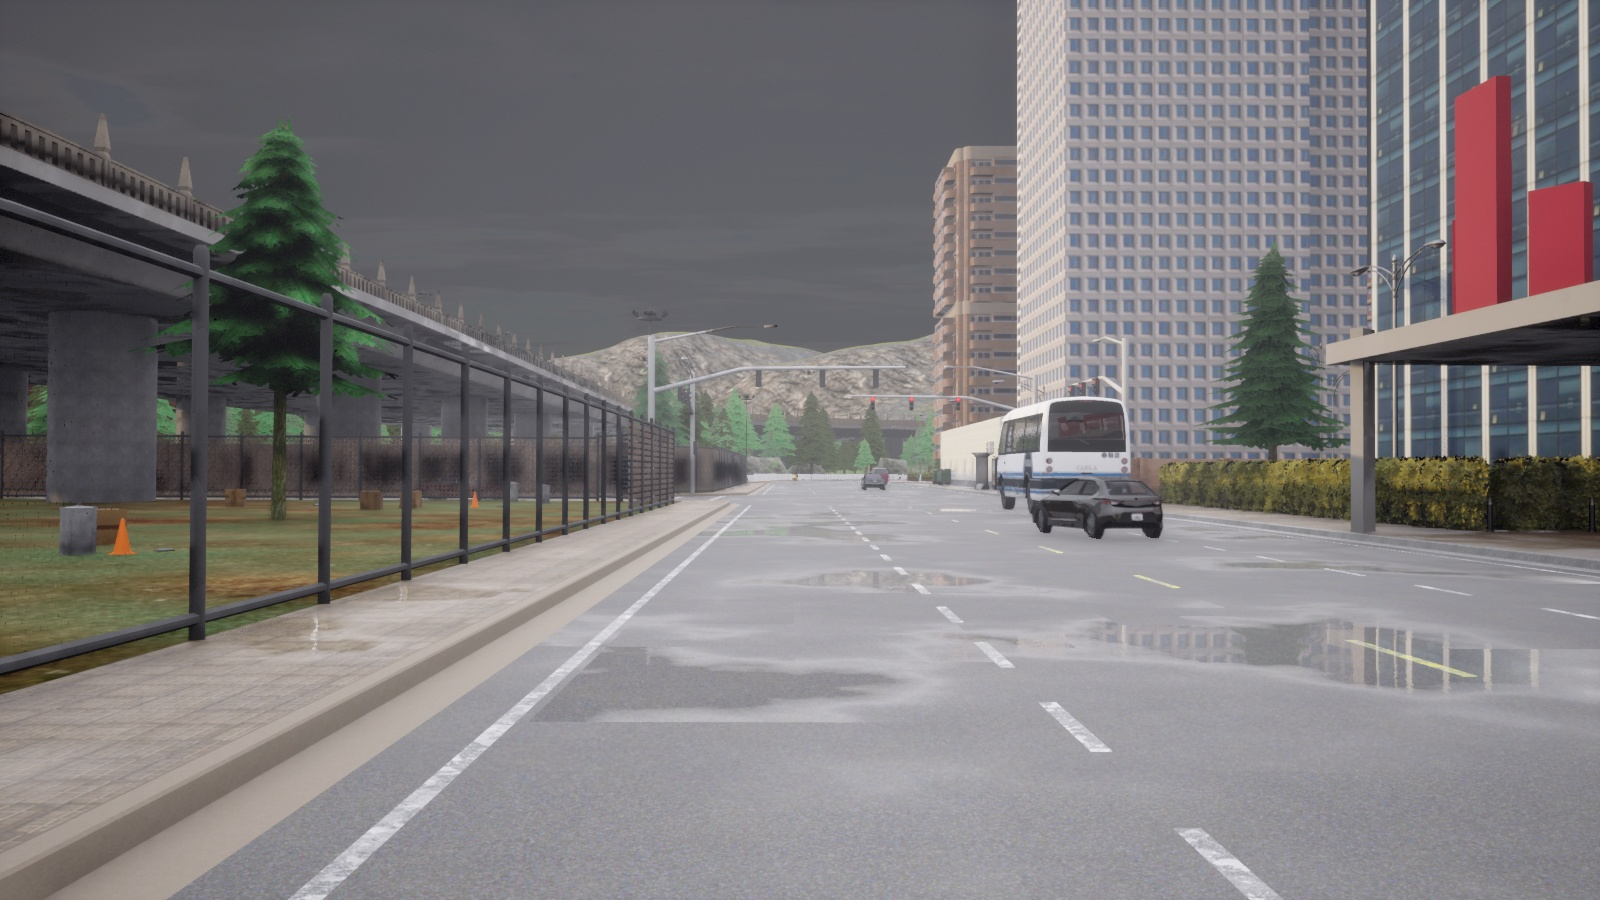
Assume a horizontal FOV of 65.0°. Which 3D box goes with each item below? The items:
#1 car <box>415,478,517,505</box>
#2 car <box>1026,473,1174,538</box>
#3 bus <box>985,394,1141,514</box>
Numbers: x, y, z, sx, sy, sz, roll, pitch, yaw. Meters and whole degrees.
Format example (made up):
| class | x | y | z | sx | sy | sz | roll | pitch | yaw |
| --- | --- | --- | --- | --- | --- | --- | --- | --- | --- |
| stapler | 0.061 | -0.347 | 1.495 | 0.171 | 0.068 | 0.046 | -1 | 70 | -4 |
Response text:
| class | x | y | z | sx | sy | sz | roll | pitch | yaw |
| --- | --- | --- | --- | --- | --- | --- | --- | --- | --- |
| car | -17.104 | 2.118 | 64.436 | 4.718 | 1.301 | 1.895 | 0 | -1 | -1 |
| car | 7.283 | 1.318 | 30.969 | 1.816 | 1.474 | 4.193 | 0 | -1 | -14 |
| bus | 10.096 | 0.232 | 49.782 | 3.944 | 4.253 | 10.273 | 0 | -1 | 0 |
